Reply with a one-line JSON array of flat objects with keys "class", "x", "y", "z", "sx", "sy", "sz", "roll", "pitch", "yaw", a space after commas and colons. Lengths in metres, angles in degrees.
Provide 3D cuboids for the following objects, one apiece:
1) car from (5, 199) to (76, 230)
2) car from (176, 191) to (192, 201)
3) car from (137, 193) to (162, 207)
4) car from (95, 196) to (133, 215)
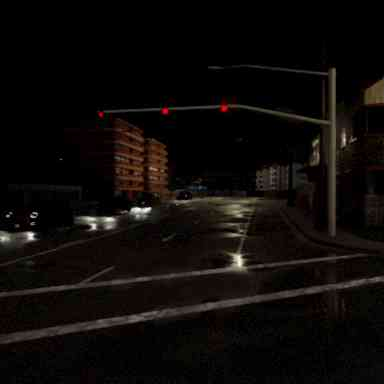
[{"class": "car", "x": -9.173, "y": 1.256, "z": 20.495, "sx": 2.097, "sy": 1.767, "sz": 4.553, "roll": 0, "pitch": 1, "yaw": 12}, {"class": "car", "x": -1.320, "y": 0.593, "z": 58.271, "sx": 2.097, "sy": 1.767, "sz": 4.553, "roll": 0, "pitch": 0, "yaw": 12}, {"class": "car", "x": -5.093, "y": 0.946, "z": 40.327, "sx": 2.128, "sy": 1.511, "sz": 4.902, "roll": 0, "pitch": 2, "yaw": 12}, {"class": "car", "x": -7.089, "y": 1.194, "z": 30.630, "sx": 1.882, "sy": 1.535, "sz": 5.008, "roll": 0, "pitch": 1, "yaw": 12}]
